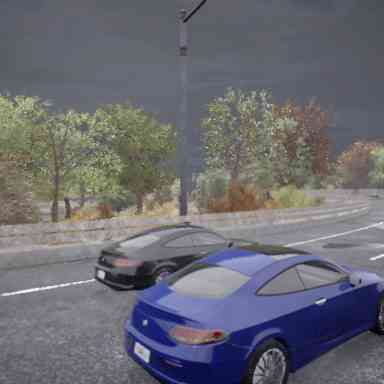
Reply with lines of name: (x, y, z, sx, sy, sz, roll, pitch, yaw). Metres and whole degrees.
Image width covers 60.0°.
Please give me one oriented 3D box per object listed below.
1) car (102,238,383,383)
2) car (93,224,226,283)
car: (1.277, 1.537, 4.975, 4.674, 1.442, 1.812, 0, 0, -38)
car: (-0.083, 1.547, 8.342, 4.674, 1.442, 1.812, 0, 0, -38)
